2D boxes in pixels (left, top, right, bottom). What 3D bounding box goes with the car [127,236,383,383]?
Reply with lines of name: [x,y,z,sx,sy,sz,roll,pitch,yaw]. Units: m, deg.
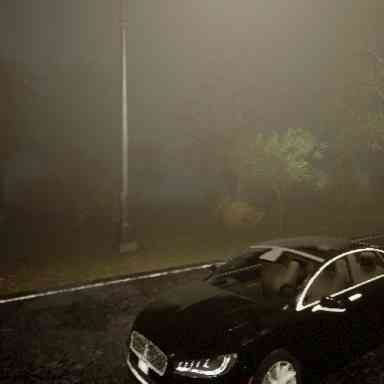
car: [1.497,1.472,4.723,4.892,1.490,1.837,-1,0,-35]
